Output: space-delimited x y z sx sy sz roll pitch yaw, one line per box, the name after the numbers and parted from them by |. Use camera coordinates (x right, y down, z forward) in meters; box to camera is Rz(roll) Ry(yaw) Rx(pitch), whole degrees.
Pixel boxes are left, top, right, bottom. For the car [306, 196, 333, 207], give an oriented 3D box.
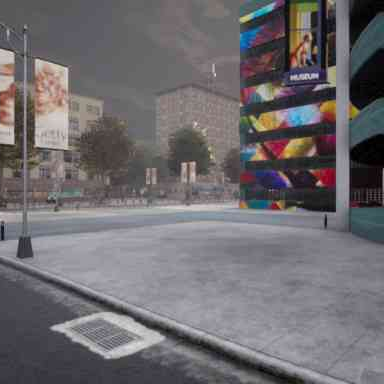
19.579 1.413 51.052 2.161 1.482 4.786 0 0 43 | car

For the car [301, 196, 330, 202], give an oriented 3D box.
14.255 1.320 39.330 2.002 1.452 4.674 0 0 43 | car
